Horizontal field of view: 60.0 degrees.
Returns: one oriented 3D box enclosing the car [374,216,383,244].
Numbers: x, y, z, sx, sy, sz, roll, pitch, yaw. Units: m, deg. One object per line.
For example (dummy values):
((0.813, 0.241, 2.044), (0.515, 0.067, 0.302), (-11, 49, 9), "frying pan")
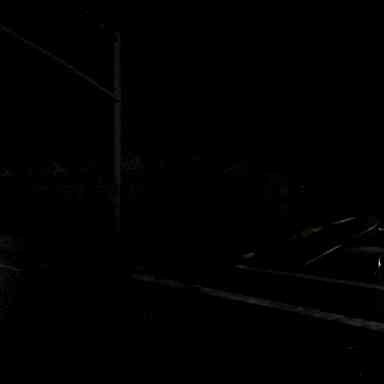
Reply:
((9.556, 1.467, 15.036), (1.837, 1.490, 4.892), (0, 0, 35), "car")
